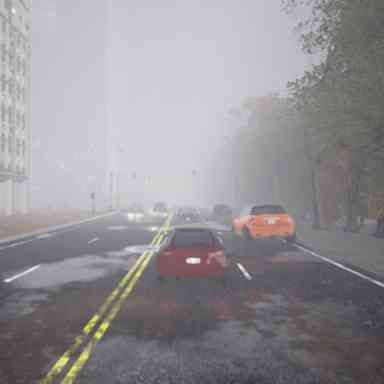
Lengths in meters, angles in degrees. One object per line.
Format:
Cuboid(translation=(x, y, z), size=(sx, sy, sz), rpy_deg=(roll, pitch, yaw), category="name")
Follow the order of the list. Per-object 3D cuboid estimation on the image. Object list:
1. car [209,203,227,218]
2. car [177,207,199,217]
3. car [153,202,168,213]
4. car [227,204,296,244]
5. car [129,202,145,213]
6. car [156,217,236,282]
Cuboid(translation=(2.782, 1.872, 33.420), size=(1.882, 1.535, 5.008), rpy_deg=(0, -3, -3), category="car")
Cuboid(translation=(-0.417, 2.052, 30.682), size=(1.895, 1.301, 4.718), rpy_deg=(1, -1, -2), category="car")
Cuboid(translation=(-4.465, 2.119, 46.765), size=(1.882, 1.535, 5.008), rpy_deg=(0, -1, -3), category="car")
Cuboid(translation=(3.209, 1.422, 15.841), size=(2.097, 1.767, 4.553), rpy_deg=(-3, -5, -2), category="car")
Cuboid(translation=(-7.740, 2.157, 47.326), size=(2.128, 1.511, 4.902), rpy_deg=(0, -1, -3), category="car")
Cuboid(translation=(0.012, 1.704, 10.267), size=(1.994, 1.385, 4.181), rpy_deg=(0, -1, -1), category="car")
